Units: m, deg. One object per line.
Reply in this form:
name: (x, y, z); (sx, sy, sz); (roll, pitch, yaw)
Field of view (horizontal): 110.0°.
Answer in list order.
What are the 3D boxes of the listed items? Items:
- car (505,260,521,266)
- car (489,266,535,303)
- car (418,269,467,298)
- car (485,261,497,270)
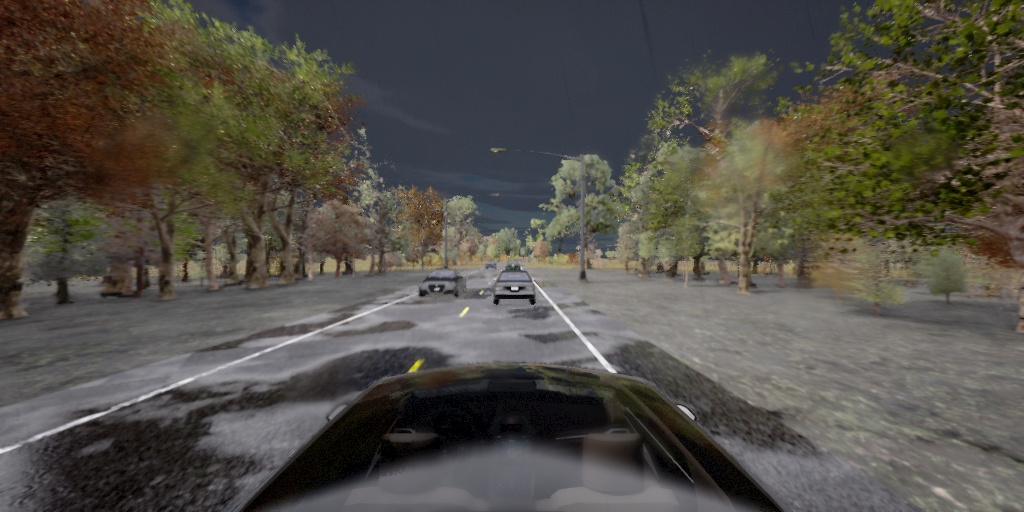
car: (0.129, 1.341, 51.135); (2.097, 1.767, 4.553); (0, 0, 0)
car: (0.107, 1.372, 16.984); (2.033, 1.411, 5.357); (0, 0, 0)
car: (-3.585, 1.399, 19.056); (1.994, 1.385, 4.181); (0, 0, 0)
car: (-3.480, 1.580, 59.930); (2.033, 1.411, 5.357); (0, 0, 1)
